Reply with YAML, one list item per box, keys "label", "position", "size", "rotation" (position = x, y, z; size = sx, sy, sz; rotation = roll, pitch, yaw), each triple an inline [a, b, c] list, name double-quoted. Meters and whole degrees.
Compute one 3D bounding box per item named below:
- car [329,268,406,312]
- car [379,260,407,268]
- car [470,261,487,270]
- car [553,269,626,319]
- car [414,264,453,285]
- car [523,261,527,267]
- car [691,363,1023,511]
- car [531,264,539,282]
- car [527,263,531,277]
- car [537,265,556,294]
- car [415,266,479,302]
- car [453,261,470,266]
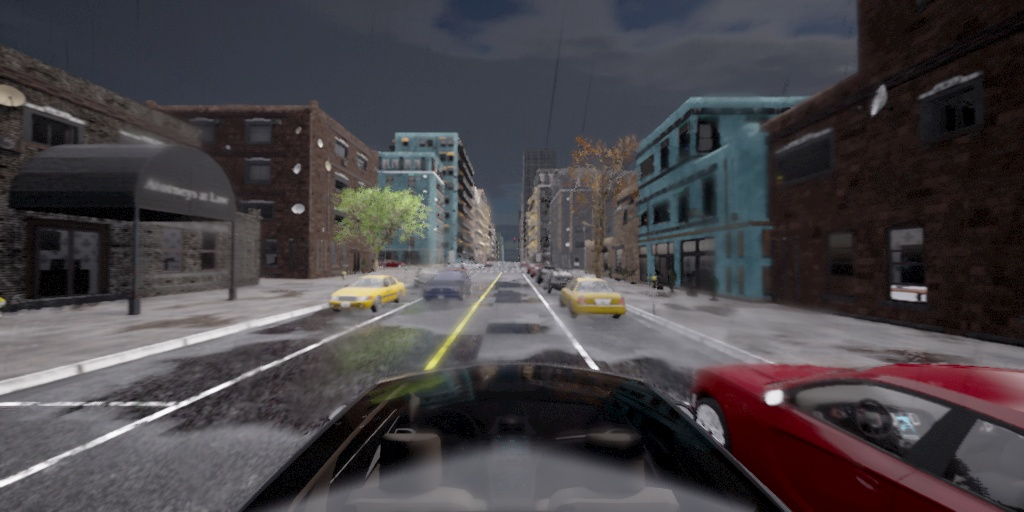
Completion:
- label: "car"
  position: [-5.760, 1.382, 14.805]
  size: [1.751, 1.417, 4.829]
  rotation: [0, 0, 0]
- label: "car"
  position: [-20.021, 1.396, 60.277]
  size: [4.507, 1.381, 1.888]
  rotation: [0, 0, -1]
- label: "car"
  position: [-7.173, 1.652, 63.175]
  size: [4.674, 1.442, 1.812]
  rotation: [1, -1, -1]
- label: "car"
  position: [2.751, 1.366, 13.194]
  size: [1.751, 1.417, 4.829]
  rotation: [0, 0, 0]
- label: "car"
  position: [-5.816, 1.497, 26.040]
  size: [2.007, 1.370, 4.403]
  rotation: [0, 0, 0]
- label: "car"
  position: [2.812, 1.665, 46.962]
  size: [1.888, 1.381, 4.507]
  rotation: [0, 0, 0]
- label: "car"
  position: [2.700, 1.297, 1.958]
  size: [1.888, 1.381, 4.507]
  rotation: [0, 0, 0]
- label: "car"
  position: [2.817, 1.536, 28.960]
  size: [1.948, 1.339, 4.313]
  rotation: [0, 0, 0]
- label: "car"
  position: [2.815, 1.626, 37.961]
  size: [1.802, 1.307, 4.207]
  rotation: [0, 0, 0]
- label: "car"
  position: [2.789, 1.459, 21.415]
  size: [2.007, 1.370, 4.403]
  rotation: [0, 0, 0]
- label: "car"
  position: [-3.104, 1.431, 18.356]
  size: [2.033, 1.411, 5.357]
  rotation: [0, 0, 0]
- label: "car"
  position: [-5.825, 1.475, 36.858]
  size: [1.967, 1.591, 4.097]
  rotation: [0, 0, 0]
